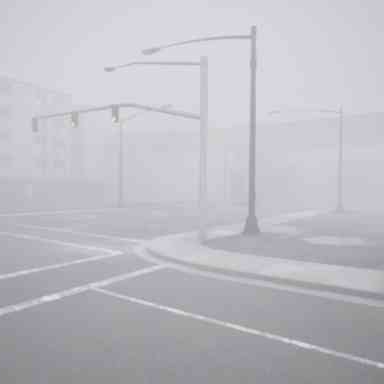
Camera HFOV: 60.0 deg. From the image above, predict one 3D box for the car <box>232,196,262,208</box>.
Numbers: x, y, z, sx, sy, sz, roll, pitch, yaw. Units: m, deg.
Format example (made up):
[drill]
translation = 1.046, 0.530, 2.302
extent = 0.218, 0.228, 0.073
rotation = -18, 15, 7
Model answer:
[car]
translation = 7.498, 1.289, 45.140
extent = 5.008, 1.535, 1.882
rotation = 0, 0, -44
